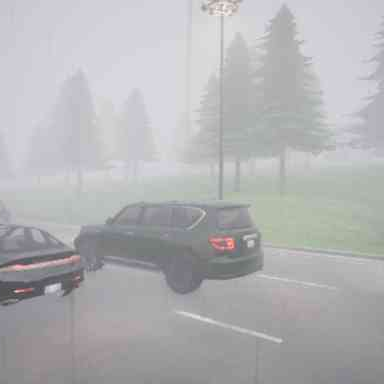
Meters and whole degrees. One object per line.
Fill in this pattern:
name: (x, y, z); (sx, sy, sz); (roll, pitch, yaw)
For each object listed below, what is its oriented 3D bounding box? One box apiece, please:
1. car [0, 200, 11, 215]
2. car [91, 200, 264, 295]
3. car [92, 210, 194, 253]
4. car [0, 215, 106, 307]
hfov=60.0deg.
car: (-15.004, 1.251, 23.917); (4.553, 1.767, 2.097); (1, 0, 37)
car: (-0.846, 1.225, 8.990); (5.566, 2.045, 2.150); (0, 0, 37)
car: (-2.181, 1.560, 14.357); (4.181, 1.385, 1.994); (0, 0, 37)
car: (-4.360, 1.462, 7.248); (4.902, 1.511, 2.128); (0, 0, 37)
